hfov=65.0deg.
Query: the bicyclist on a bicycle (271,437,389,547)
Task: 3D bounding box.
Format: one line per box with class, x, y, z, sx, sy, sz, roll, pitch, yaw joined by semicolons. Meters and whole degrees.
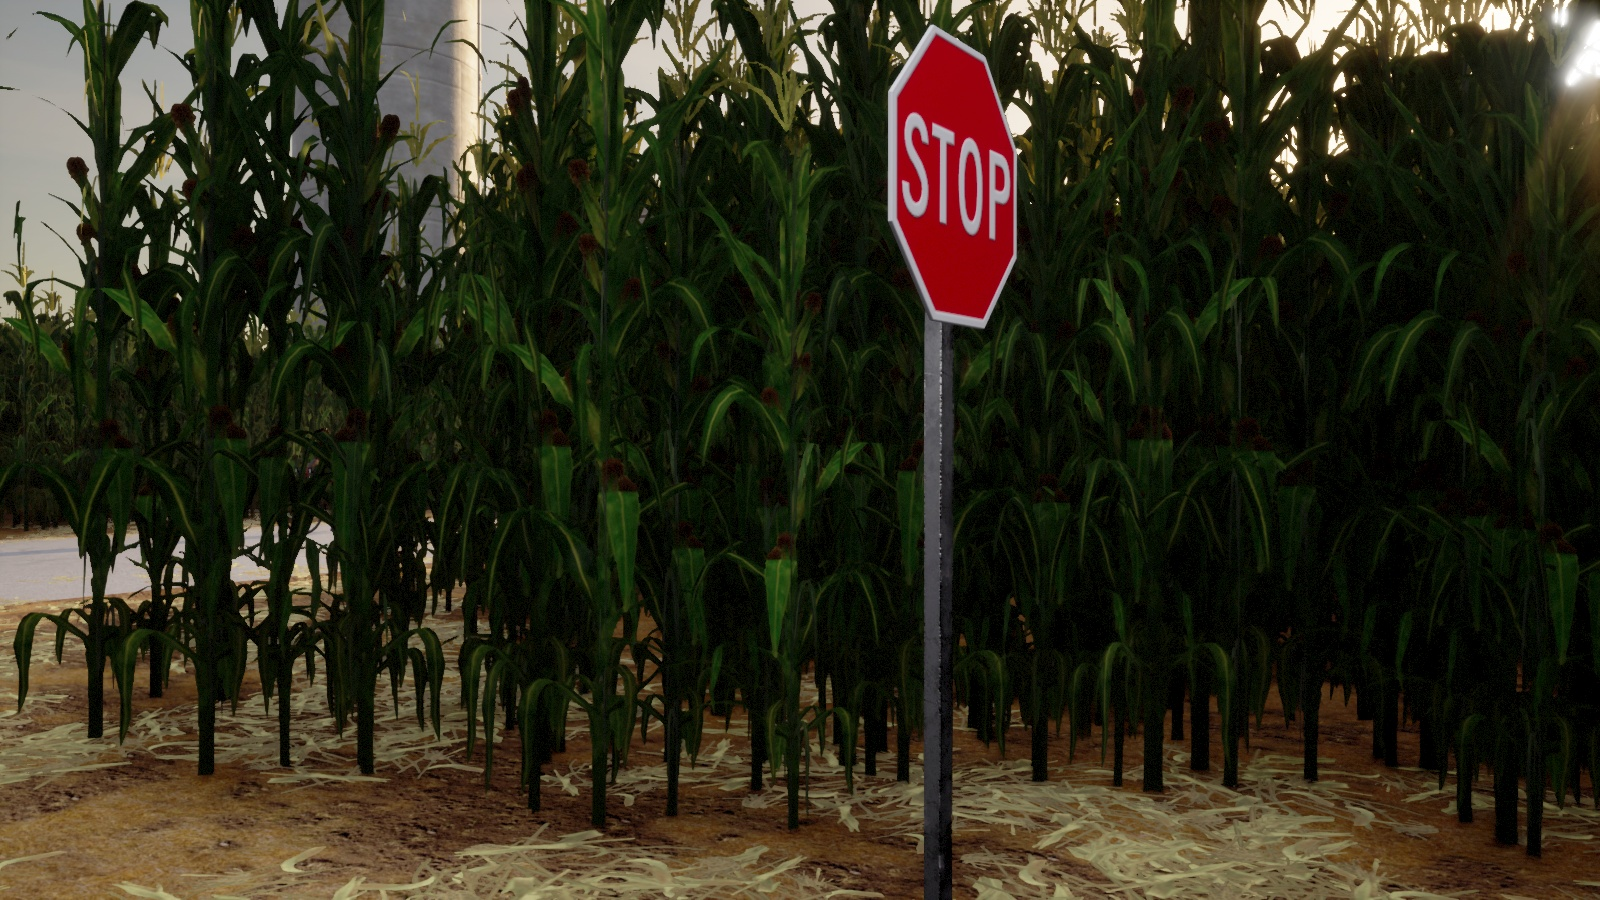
bicyclist on a bicycle;-7.206;0.611;19.320;0.582;1.620;1.656;-1;0;33
